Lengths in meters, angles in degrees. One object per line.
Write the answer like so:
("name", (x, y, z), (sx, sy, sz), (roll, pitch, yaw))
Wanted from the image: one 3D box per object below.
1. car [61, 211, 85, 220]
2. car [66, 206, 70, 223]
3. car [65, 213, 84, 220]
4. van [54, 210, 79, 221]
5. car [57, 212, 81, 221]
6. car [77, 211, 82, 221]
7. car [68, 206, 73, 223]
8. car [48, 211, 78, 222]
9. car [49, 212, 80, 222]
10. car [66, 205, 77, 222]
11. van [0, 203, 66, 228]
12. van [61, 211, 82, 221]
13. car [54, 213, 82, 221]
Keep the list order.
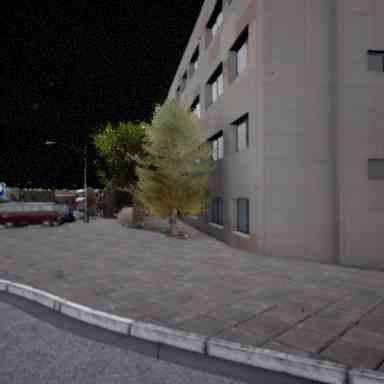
("car", (-29.152, 5.854, 81.776), (5.566, 2.045, 2.435), (0, -4, -17))
("car", (-13.260, 2.239, 28.353), (4.792, 1.488, 2.163), (0, -4, -17))
("car", (-30.734, 6.372, 87.109), (4.553, 1.767, 2.185), (0, -4, -17))
("van", (-23.728, 4.507, 63.034), (4.442, 1.987, 1.878), (0, -4, -17))
("car", (-25.174, 4.999, 68.413), (4.553, 1.767, 2.185), (0, -4, -17))
("car", (-17.872, 3.357, 44.408), (5.366, 1.575, 1.946), (0, -4, -17))
("car", (-14.095, 2.388, 31.055), (5.008, 1.535, 2.097), (0, -4, -17))
("car", (-21.262, 4.019, 55.040), (4.553, 1.767, 2.185), (0, -4, -17))
("car", (-22.028, 4.341, 57.708), (4.892, 1.521, 2.231), (0, -4, -17))
("car", (-14.905, 2.325, 33.679), (5.566, 2.045, 2.435), (0, -4, -17))
("van", (-12.387, 1.831, 25.725), (4.442, 1.987, 1.878), (0, -3, -17))
("van", (-26.682, 5.291, 73.785), (4.442, 1.987, 1.878), (0, -4, -17))
("car", (-24.446, 4.937, 65.841), (5.008, 1.535, 2.097), (0, -4, -17))
